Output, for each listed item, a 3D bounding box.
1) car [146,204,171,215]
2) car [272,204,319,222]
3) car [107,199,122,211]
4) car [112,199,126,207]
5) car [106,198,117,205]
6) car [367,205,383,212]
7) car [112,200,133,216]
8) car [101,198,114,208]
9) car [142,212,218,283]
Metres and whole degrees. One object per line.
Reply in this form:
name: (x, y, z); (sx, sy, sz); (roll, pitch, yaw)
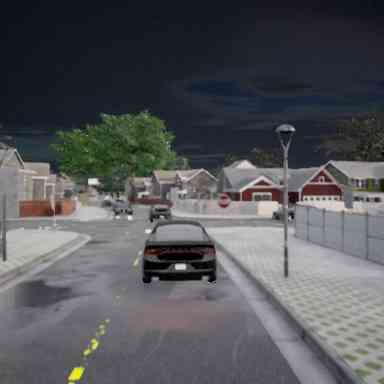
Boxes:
car: (-2.941, 1.814, 29.597); (1.837, 1.490, 4.892); (0, -1, -11)
car: (9.733, 1.895, 30.407); (5.008, 1.535, 1.882); (1, 0, -16)
car: (-10.882, 2.088, 48.905); (2.033, 1.411, 5.357); (0, 0, -18)
car: (-14.884, 2.199, 67.560); (1.882, 1.535, 5.008); (0, -1, -22)
car: (-18.690, 2.197, 77.221); (1.812, 1.442, 4.674); (0, -1, -20)
car: (19.663, 2.064, 33.409); (4.674, 1.442, 1.812); (1, 0, -18)
car: (-8.029, 1.992, 38.924); (1.994, 1.385, 4.181); (0, -1, -14)
car: (-16.123, 2.252, 63.354); (2.033, 1.411, 5.357); (0, -1, -22)
car: (-0.410, 1.581, 10.035); (1.882, 1.535, 5.008); (0, -1, -3)
